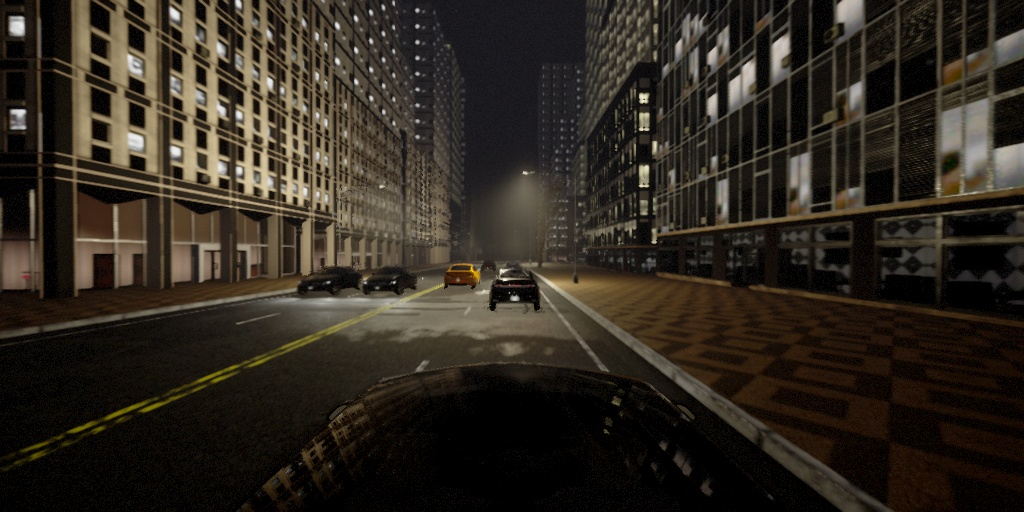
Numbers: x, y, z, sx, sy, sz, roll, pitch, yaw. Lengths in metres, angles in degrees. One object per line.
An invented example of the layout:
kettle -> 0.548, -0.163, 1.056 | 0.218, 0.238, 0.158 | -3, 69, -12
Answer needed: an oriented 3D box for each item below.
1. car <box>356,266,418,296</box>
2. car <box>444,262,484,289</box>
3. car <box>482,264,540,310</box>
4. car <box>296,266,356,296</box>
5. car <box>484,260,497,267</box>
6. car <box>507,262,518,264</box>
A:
car -> -6.521, 1.292, 19.731 | 1.812, 1.442, 4.674 | 0, 0, 0
car -> -3.153, 1.249, 23.420 | 1.882, 1.535, 5.008 | 0, 0, 0
car -> 0.098, 1.252, 14.789 | 2.128, 1.511, 4.902 | 0, 0, 0
car -> -9.769, 1.291, 19.727 | 1.812, 1.442, 4.674 | 0, 0, 0
car -> -3.159, 1.326, 49.617 | 1.837, 1.490, 4.892 | 0, 0, 0
car -> 0.092, 1.370, 42.497 | 1.994, 1.385, 4.181 | 0, 0, 0
